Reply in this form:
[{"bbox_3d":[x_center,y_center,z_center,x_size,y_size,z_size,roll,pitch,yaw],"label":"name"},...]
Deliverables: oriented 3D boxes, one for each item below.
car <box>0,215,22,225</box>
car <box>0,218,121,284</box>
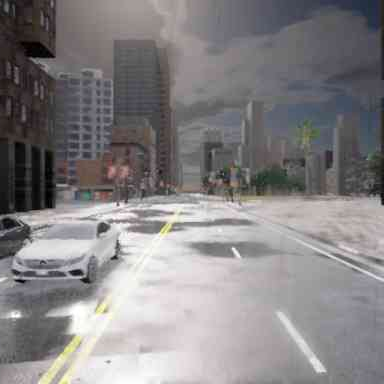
[{"bbox_3d":[-6.589,1.501,10.062,1.837,1.490,4.892,0,0,0],"label":"car"},{"bbox_3d":[-3.339,1.525,9.747,1.812,1.442,4.674,0,0,0],"label":"car"}]
